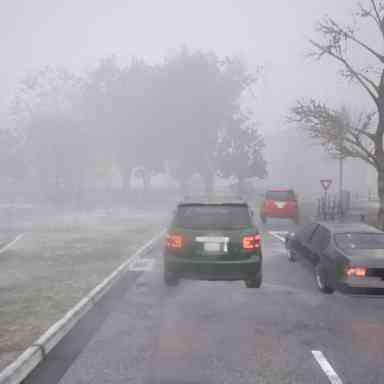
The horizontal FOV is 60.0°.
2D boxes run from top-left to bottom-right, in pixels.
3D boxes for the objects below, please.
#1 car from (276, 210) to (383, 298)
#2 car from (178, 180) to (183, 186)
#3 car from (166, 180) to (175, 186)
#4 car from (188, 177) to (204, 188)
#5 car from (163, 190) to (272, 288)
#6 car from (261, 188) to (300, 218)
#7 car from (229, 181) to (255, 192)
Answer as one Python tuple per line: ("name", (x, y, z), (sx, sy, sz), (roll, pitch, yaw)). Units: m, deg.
("car", (3.785, 1.463, 8.540), (2.033, 1.411, 5.357), (0, 1, 4))
("car", (-2.530, -2.318, 84.928), (2.033, 1.411, 5.357), (0, 2, -4))
("car", (-5.183, -2.205, 79.453), (1.882, 1.535, 5.008), (0, 2, -6))
("car", (0.695, -1.907, 66.217), (2.150, 2.045, 5.566), (-1, 4, -15))
("car", (0.571, 1.116, 9.187), (2.150, 2.045, 5.566), (0, 1, 4))
("car", (5.527, 0.725, 20.957), (2.150, 2.045, 5.566), (1, 3, 14))
("car", (7.664, -0.935, 51.741), (2.097, 1.767, 4.553), (-2, 4, -29))
